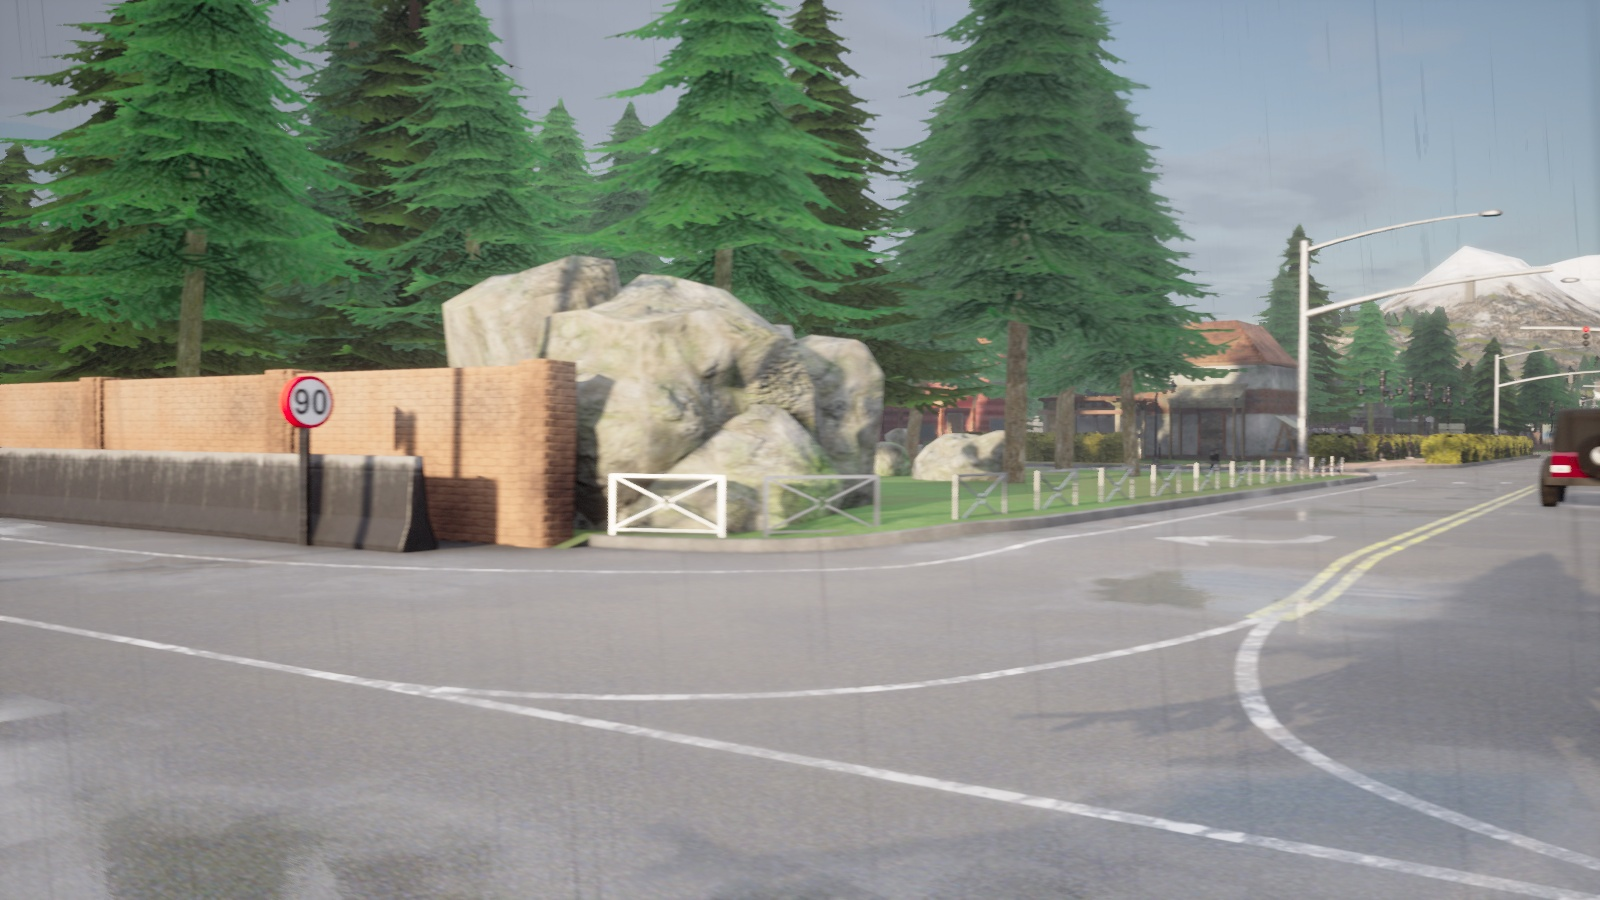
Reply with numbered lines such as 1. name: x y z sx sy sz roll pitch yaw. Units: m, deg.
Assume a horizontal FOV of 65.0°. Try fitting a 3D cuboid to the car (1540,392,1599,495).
1. car: 15.742 -0.145 24.584 1.905 1.878 3.866 0 1 34
